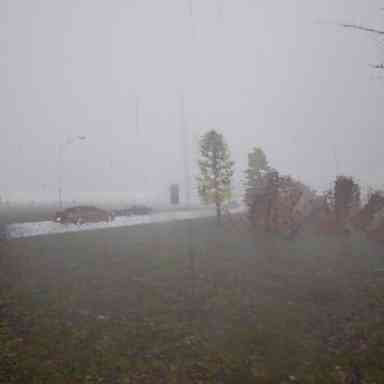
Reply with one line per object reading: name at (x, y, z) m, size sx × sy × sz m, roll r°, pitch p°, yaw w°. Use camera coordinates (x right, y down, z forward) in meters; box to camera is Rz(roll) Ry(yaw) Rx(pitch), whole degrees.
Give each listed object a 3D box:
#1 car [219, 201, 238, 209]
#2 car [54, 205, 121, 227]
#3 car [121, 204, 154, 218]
car at (5.871, 2.053, 53.454) m, size 1.812 × 1.442 × 4.674 m, roll -1°, pitch -2°, yaw 32°
car at (-7.729, 1.670, 24.251) m, size 1.812 × 1.442 × 4.674 m, roll -1°, pitch -1°, yaw 32°
car at (-6.059, 1.905, 33.859) m, size 1.895 × 1.301 × 4.718 m, roll -1°, pitch -1°, yaw 31°
